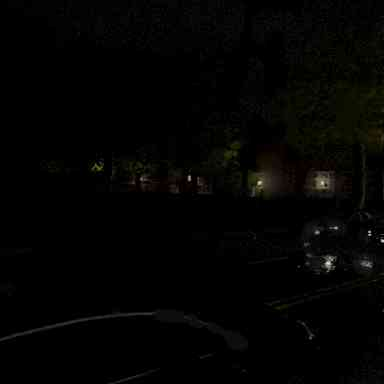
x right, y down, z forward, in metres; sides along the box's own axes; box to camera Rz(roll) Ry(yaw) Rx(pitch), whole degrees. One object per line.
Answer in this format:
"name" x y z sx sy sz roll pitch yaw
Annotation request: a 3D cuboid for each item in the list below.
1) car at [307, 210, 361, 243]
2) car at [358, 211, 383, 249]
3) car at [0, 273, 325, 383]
"car" 7.993 1.709 17.369 4.902 1.511 2.128 1 -1 -35
"car" 9.511 1.717 14.459 4.892 1.490 1.837 1 -1 -35
"car" -0.837 1.515 2.842 4.892 1.490 1.837 1 -1 -35
